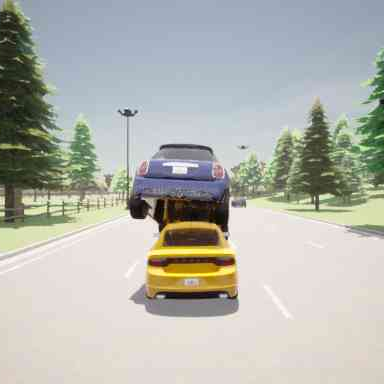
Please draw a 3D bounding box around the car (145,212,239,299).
[{"bbox_3d":[-0.005,1.491,8.474,1.882,1.535,5.008,-1,0,0],"label":"car"}]

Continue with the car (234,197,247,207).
[{"bbox_3d":[6.993,1.491,49.919,2.128,1.511,4.902,0,0,0],"label":"car"}]

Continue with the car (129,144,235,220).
[{"bbox_3d":[-0.030,0.110,8.846,2.097,1.767,4.553,3,-14,7],"label":"car"}]
